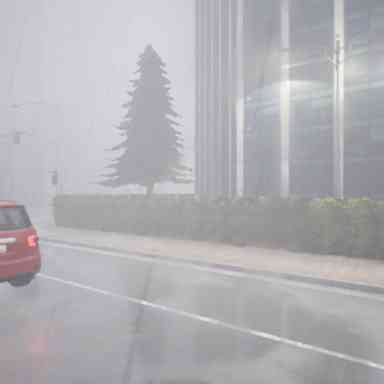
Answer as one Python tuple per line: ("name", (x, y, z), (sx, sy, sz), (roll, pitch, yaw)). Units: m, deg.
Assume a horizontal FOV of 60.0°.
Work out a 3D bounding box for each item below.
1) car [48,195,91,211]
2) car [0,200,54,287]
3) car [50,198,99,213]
("car", (-14.838, 1.300, 40.474), (2.097, 1.767, 4.553), (0, 0, 36))
("car", (-5.872, 1.208, 8.125), (5.566, 2.045, 2.150), (0, 0, 38))
("car", (-12.973, 1.430, 37.100), (1.882, 1.535, 5.008), (0, 0, 36))
